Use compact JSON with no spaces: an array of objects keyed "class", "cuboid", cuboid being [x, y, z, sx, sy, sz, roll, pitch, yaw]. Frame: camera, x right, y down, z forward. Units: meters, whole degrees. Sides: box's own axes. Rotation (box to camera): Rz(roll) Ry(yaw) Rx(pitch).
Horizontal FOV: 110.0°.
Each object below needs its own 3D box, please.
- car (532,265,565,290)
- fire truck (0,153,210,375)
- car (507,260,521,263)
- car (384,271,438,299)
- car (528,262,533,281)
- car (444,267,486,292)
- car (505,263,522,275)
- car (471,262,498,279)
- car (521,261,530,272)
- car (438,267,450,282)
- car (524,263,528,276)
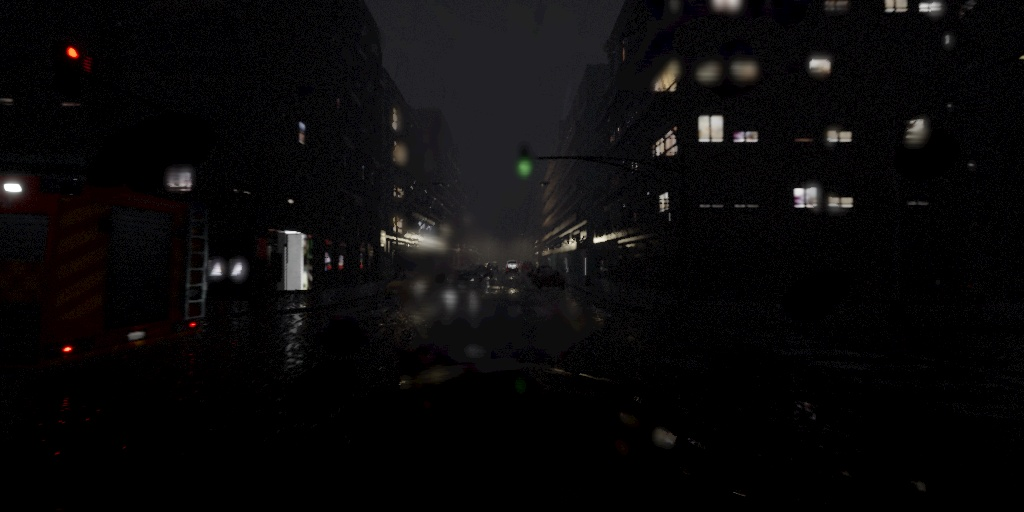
[{"class":"car","cuboid":[2.701,1.611,25.738,1.888,1.381,4.507,0,0,0]},{"class":"fire truck","cuboid":[-11.177,0.108,6.870,8.468,3.827,2.891,2,-1,0]},{"class":"car","cuboid":[0.021,1.764,61.634,2.150,2.045,5.566,0,-1,0]},{"class":"car","cuboid":[-5.682,1.519,20.062,1.751,1.417,4.829,0,0,0]},{"class":"car","cuboid":[2.702,1.579,31.261,1.967,1.591,4.097,0,0,0]},{"class":"car","cuboid":[-3.088,1.649,24.404,1.895,1.301,4.718,0,-1,0]},{"class":"car","cuboid":[0.020,2.010,51.619,1.895,1.301,4.718,0,-1,0]},{"class":"car","cuboid":[-3.078,1.749,40.350,2.128,1.511,4.902,0,0,0]},{"class":"car","cuboid":[2.714,1.894,64.400,2.192,1.841,5.009,0,0,0]},{"class":"car","cuboid":[-5.679,1.684,31.278,1.888,1.381,4.507,0,0,0]},{"class":"car","cuboid":[2.706,1.867,42.307,1.802,1.307,4.207,0,0,0]}]
